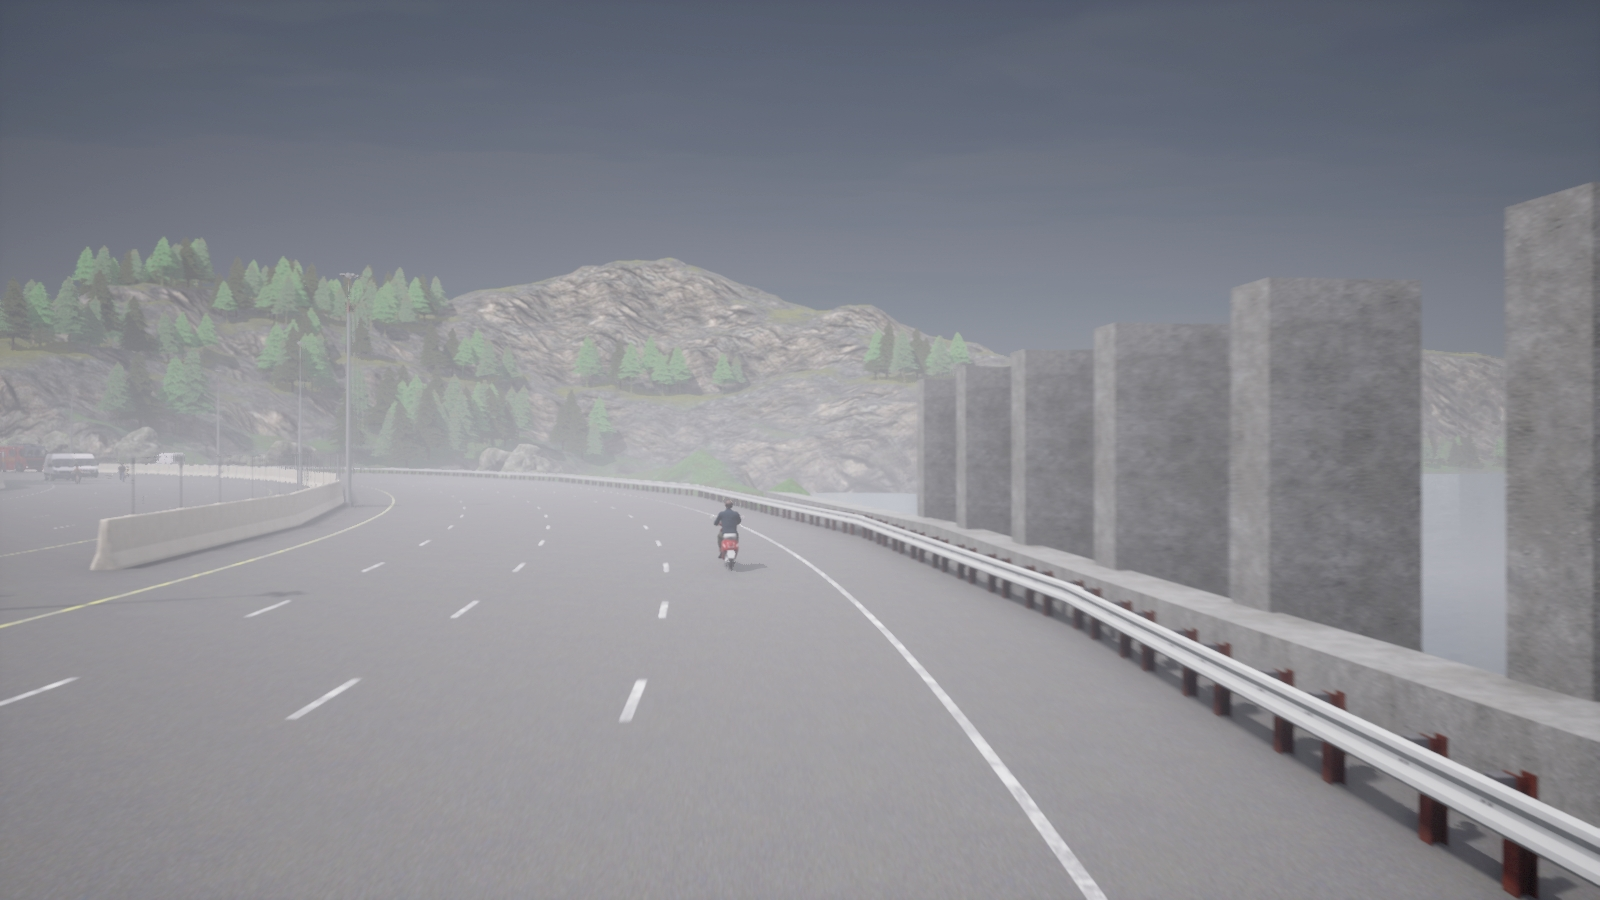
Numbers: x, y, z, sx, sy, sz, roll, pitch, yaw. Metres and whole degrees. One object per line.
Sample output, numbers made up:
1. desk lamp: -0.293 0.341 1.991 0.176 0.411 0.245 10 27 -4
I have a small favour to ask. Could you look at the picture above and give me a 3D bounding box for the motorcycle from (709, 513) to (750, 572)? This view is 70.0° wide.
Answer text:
1. motorcycle: -1.714 2.197 27.441 0.856 1.236 1.805 -1 0 -7
